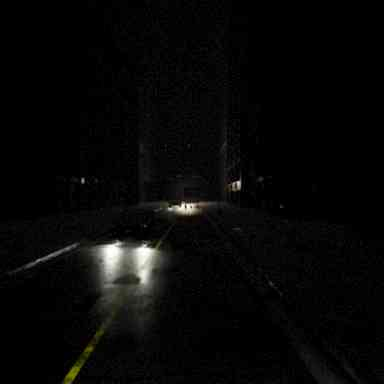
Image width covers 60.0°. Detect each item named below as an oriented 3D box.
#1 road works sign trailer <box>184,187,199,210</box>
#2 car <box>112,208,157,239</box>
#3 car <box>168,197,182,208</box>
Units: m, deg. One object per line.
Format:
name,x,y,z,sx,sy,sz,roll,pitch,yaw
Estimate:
road works sign trailer,-0.006,1.009,52.854,2.380,3.560,2.880,0,-1,0
car,-3.102,1.657,18.615,1.882,1.535,5.008,0,-1,0
car,-3.042,1.855,60.531,2.150,2.045,5.566,0,-1,1
